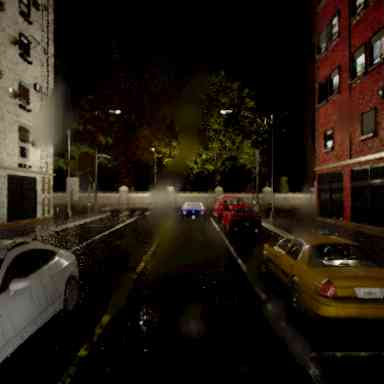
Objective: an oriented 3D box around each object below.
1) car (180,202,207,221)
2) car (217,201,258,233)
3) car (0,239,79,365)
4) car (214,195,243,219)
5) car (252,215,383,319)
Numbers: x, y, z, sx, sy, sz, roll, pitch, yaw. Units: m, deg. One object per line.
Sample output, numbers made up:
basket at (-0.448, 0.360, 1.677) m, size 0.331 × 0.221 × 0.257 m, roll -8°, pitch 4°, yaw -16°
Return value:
car at (0.100, 1.444, 25.230) m, size 1.895 × 1.301 × 4.718 m, roll 0°, pitch 0°, yaw 0°
car at (2.704, 1.429, 18.573) m, size 1.887 × 1.381 × 4.507 m, roll 1°, pitch 0°, yaw 0°
car at (-3.097, 1.495, 4.789) m, size 1.812 × 1.442 × 4.674 m, roll 0°, pitch 0°, yaw 0°
car at (2.707, 1.164, 24.267) m, size 2.192 × 1.841 × 5.009 m, roll 1°, pitch 0°, yaw 0°
car at (2.704, 1.479, 7.350) m, size 1.752 × 1.417 × 4.829 m, roll 1°, pitch 0°, yaw 0°
